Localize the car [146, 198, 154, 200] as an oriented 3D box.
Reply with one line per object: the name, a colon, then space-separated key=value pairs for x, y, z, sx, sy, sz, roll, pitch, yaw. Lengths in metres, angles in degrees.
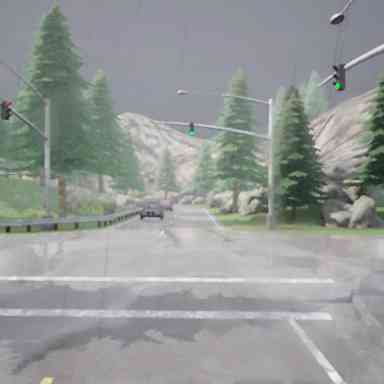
car: x=-7.969 y=1.903 z=61.054 sx=1.837 sy=1.490 sz=4.892 roll=0 pitch=-1 yaw=-43

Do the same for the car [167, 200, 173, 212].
car: x=-3.473 y=1.790 z=43.546 sx=1.812 sy=1.442 sz=4.674 roll=0 pitch=0 yaw=0

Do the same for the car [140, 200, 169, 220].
car: x=-3.524 y=1.748 z=30.326 sx=1.994 sy=1.385 sz=4.181 roll=0 pitch=0 yaw=0
